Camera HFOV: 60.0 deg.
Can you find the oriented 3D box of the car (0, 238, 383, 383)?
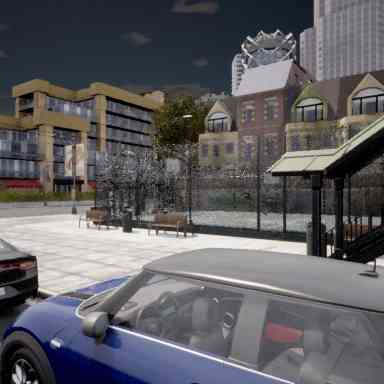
[{"bbox_3d":[0.148,1.354,3.198,4.553,1.767,2.185,0,0,35],"label":"car"}]
